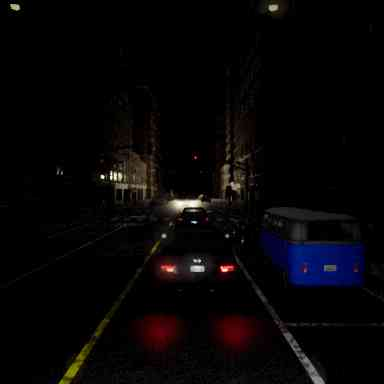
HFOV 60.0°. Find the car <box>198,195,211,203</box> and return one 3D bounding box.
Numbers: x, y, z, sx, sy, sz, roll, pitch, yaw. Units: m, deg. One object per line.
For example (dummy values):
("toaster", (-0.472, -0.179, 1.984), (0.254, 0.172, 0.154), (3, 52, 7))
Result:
("car", (2.877, 1.404, 68.763), (1.967, 1.590, 4.097), (0, 0, 0))

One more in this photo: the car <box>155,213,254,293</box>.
("car", (0.104, 1.546, 8.997), (2.033, 1.411, 5.357), (0, 0, 0))

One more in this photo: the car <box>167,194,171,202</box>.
("car", (-5.649, 1.509, 63.279), (1.887, 1.381, 4.507), (0, 0, 0))

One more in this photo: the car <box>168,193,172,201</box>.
("car", (-5.647, 1.508, 68.730), (1.887, 1.381, 4.507), (0, 0, 0))

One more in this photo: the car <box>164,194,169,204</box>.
("car", (-5.651, 1.516, 57.828), (2.008, 1.369, 4.403), (0, 0, 0))

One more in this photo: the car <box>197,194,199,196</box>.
("car", (2.881, 1.516, 79.660), (2.008, 1.369, 4.403), (0, 0, 0))

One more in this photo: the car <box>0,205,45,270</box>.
("car", (-5.667, 1.313, 8.688), (2.192, 1.841, 5.009), (0, 0, 0))

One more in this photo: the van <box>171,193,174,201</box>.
("van", (-5.646, 1.305, 74.180), (1.690, 1.788, 3.998), (0, 0, 0))

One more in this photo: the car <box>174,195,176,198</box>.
("car", (-5.644, 1.516, 79.631), (2.008, 1.369, 4.403), (0, 0, 0))

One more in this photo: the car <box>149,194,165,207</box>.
("car", (-5.653, 1.493, 52.207), (1.752, 1.417, 4.829), (0, 0, 0))

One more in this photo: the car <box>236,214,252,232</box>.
("car", (2.860, 1.562, 14.386), (1.947, 1.339, 4.313), (0, 0, 0))

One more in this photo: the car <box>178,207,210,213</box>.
("car", (0.107, 1.557, 19.317), (1.994, 1.385, 4.181), (0, 0, 0))

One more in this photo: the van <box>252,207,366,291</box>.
("van", (2.858, 1.339, 8.726), (1.690, 1.788, 3.998), (0, 0, 0))
